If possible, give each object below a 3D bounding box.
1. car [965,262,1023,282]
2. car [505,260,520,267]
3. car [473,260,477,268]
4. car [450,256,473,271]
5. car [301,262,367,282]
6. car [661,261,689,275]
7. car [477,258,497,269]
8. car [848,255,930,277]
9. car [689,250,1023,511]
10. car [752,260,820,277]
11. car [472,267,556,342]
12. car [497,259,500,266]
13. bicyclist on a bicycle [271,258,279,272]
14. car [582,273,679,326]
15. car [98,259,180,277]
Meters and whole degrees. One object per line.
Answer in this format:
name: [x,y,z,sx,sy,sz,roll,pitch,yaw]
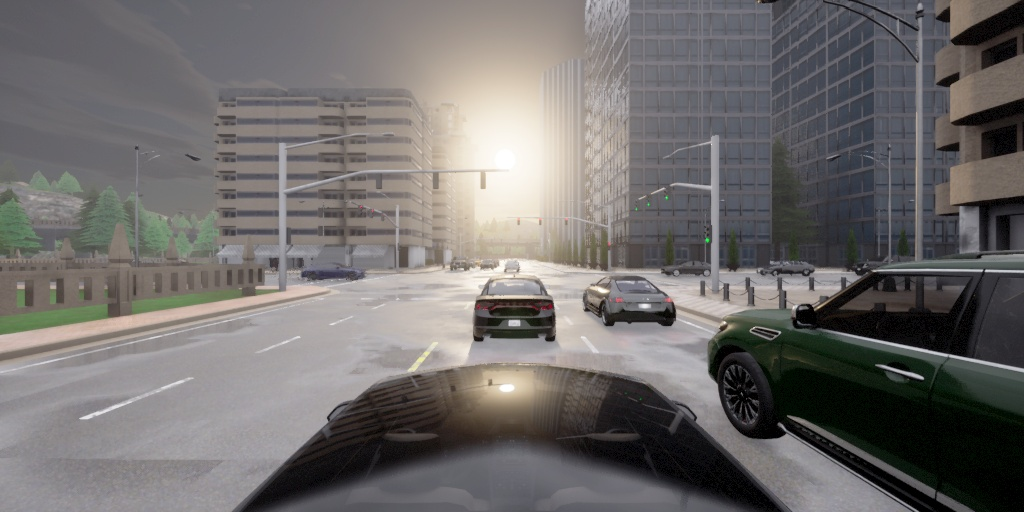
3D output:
car: [38.023,1.220,27.327,4.674,1.442,1.812,0,0,0]
car: [-0.005,1.276,47.479,1.812,1.442,4.674,0,0,1]
car: [-7.125,1.255,59.278,1.837,1.490,4.892,0,0,0]
car: [-7.132,0.972,49.574,2.150,2.045,5.566,0,0,0]
car: [-13.818,1.220,27.895,4.674,1.442,1.812,0,0,-5]
car: [16.953,1.199,34.633,4.892,1.490,1.837,0,0,0]
car: [-3.632,1.255,52.945,1.837,1.490,4.892,0,0,0]
car: [36.194,0.916,34.530,5.566,2.045,2.150,0,0,0]
car: [3.601,0.971,2.268,2.150,2.045,5.566,0,0,0]
car: [26.315,1.186,34.582,4.902,1.511,2.128,0,0,0]
car: [0.063,1.228,9.841,1.882,1.535,5.008,0,0,0]
car: [-3.613,1.241,62.285,2.128,1.511,4.902,0,0,0]
bicyclist on a bicycle: [-26.109,0.995,39.787,0.582,1.620,1.656,0,0,7]
car: [3.571,1.314,11.622,1.994,1.385,4.181,0,0,0]
car: [-29.644,1.196,28.544,4.892,1.490,1.837,1,0,11]
